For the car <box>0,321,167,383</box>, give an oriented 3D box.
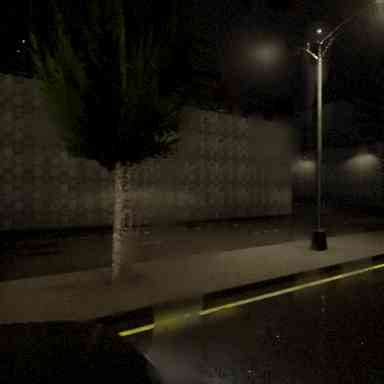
[{"bbox_3d":[-2.706,1.547,1.816,5.357,1.411,2.033,0,0,-35],"label":"car"}]
